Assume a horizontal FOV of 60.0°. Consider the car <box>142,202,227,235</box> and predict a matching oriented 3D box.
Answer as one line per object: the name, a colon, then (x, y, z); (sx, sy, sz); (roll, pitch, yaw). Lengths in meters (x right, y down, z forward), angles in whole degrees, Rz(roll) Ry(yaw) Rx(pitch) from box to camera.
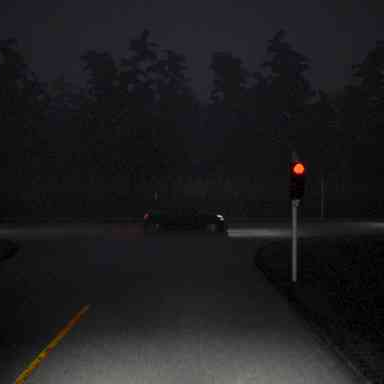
car: (-0.377, 1.352, 18.319); (4.553, 1.767, 2.097); (0, 0, 0)
